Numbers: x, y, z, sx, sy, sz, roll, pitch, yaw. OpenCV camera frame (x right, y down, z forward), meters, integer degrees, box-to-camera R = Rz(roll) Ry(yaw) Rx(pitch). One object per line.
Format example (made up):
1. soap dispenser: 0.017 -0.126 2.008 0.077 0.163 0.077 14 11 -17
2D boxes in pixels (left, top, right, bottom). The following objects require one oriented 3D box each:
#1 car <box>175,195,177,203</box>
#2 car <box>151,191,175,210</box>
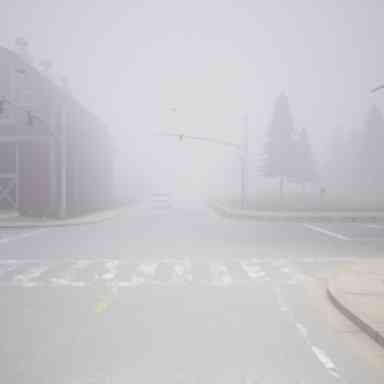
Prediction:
1. car: -3.492 1.148 56.954 1.812 1.442 4.674 0 0 1
2. car: -3.540 0.962 39.115 2.150 2.045 5.566 0 0 -1
